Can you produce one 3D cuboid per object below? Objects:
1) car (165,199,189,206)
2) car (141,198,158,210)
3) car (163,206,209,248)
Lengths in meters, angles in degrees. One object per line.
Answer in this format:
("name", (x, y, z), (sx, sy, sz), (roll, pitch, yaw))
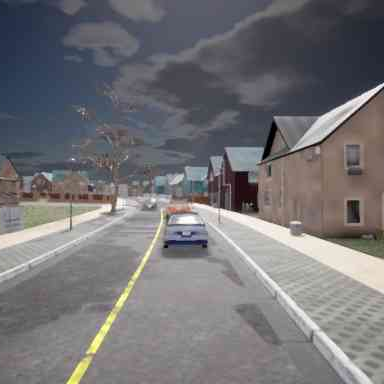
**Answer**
("car", (-1.281, 1.371, 29.719), (2.097, 1.767, 4.553), (0, 0, -5))
("car", (-5.366, 1.524, 42.422), (2.128, 1.511, 4.902), (0, 0, -7))
("car", (-0.321, 1.565, 14.721), (2.033, 1.411, 5.357), (0, 0, -2))
